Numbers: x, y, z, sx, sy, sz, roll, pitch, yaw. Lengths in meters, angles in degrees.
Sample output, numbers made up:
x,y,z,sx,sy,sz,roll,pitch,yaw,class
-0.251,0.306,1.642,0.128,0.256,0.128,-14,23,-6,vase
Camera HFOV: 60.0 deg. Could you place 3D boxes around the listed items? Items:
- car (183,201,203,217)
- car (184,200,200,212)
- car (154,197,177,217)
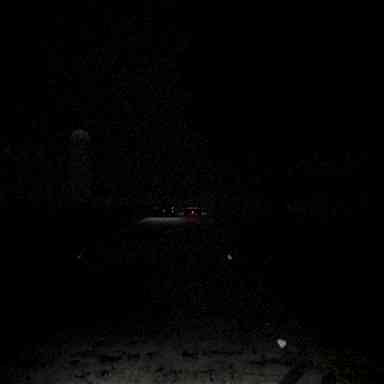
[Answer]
x,y,z,sx,sy,sz,roll,pitch,yaw,class
0.090,1.873,36.683,1.837,1.490,4.892,0,-1,1,car
0.071,1.976,46.884,2.128,1.511,4.902,0,-1,0,car
-2.859,1.590,36.661,2.150,2.045,5.566,0,-1,0,car
